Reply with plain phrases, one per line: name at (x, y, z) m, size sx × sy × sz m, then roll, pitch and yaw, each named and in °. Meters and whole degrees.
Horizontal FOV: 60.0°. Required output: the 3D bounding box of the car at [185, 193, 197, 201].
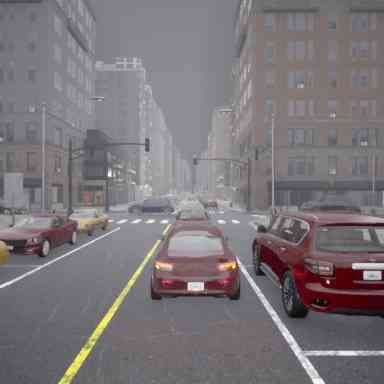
car at (-0.095, 1.570, 85.314) m, size 2.033 × 1.411 × 5.357 m, roll 0°, pitch 0°, yaw 0°

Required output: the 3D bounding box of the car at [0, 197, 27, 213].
car at (-17.294, 1.198, 29.740) m, size 4.553 × 1.767 × 2.097 m, roll 1°, pitch -1°, yaw 0°

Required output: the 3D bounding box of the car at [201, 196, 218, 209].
car at (2.625, 1.593, 45.583) m, size 1.802 × 1.307 × 4.206 m, roll 1°, pitch 0°, yaw 0°

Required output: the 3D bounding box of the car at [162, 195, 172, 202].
car at (-5.938, 1.466, 79.620) m, size 1.967 × 1.590 × 4.097 m, roll 1°, pitch 0°, yaw 0°

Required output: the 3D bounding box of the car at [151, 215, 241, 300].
car at (0.076, 1.528, 8.268) m, size 1.812 × 1.442 × 4.674 m, roll 0°, pitch 0°, yaw 0°

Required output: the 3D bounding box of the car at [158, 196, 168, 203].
car at (-5.927, 1.601, 68.274) m, size 1.802 × 1.307 × 4.206 m, roll 1°, pitch 0°, yaw 0°

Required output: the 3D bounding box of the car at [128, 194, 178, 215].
car at (-3.972, 1.349, 32.880) m, size 4.553 × 1.767 × 2.097 m, roll 0°, pitch -1°, yaw 0°

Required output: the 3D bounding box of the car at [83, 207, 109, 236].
car at (-5.870, 1.529, 18.393) m, size 1.752 × 1.417 × 4.829 m, roll 1°, pitch 0°, yaw 0°

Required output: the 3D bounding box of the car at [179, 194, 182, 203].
car at (-3.151, 1.561, 55.346) m, size 2.033 × 1.411 × 5.357 m, roll 0°, pitch 0°, yaw 0°

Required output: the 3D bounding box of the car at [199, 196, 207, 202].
car at (2.586, 1.608, 79.623) m, size 1.802 × 1.307 × 4.206 m, roll 1°, pitch 0°, yaw 0°

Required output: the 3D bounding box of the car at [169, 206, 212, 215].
car at (0.043, 1.605, 17.446) m, size 1.895 × 1.301 × 4.718 m, roll 0°, pitch 0°, yaw 0°

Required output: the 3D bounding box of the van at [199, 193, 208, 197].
van at (2.608, 1.358, 62.604) m, size 1.690 × 1.788 × 3.998 m, roll 1°, pitch 0°, yaw 0°

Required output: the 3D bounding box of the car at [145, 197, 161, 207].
car at (-5.907, 1.557, 51.256) m, size 1.887 × 1.381 × 4.507 m, roll 1°, pitch 0°, yaw 0°

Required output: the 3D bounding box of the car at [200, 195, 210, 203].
car at (2.618, 1.594, 51.257) m, size 1.802 × 1.307 × 4.206 m, roll 1°, pitch 0°, yaw 0°

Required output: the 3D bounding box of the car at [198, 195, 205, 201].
car at (2.573, 1.599, 90.970) m, size 1.947 × 1.339 × 4.313 m, roll 1°, pitch 0°, yaw 0°

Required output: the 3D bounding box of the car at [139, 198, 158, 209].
car at (-5.901, 1.555, 45.583) m, size 1.887 × 1.381 × 4.507 m, roll 1°, pitch 0°, yaw 0°

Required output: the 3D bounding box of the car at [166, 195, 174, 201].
car at (-5.952, 1.615, 90.965) m, size 1.802 × 1.307 × 4.206 m, roll 1°, pitch 0°, yaw 0°

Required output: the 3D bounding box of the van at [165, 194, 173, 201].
van at (-5.944, 1.371, 85.293) m, size 1.690 × 1.788 × 3.998 m, roll 1°, pitch 0°, yaw 0°

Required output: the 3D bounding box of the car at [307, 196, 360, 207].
car at (13.601, 1.372, 32.801) m, size 5.566 × 2.045 × 2.150 m, roll 0°, pitch -1°, yaw 0°

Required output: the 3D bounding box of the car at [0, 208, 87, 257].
car at (-5.864, 1.547, 12.938) m, size 1.887 × 1.381 × 4.507 m, roll 1°, pitch 0°, yaw 0°

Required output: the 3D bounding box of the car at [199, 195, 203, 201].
car at (2.612, 1.597, 56.930) m, size 1.802 × 1.307 × 4.206 m, roll 1°, pitch 0°, yaw 0°

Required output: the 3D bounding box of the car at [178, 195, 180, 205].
car at (-3.135, 1.502, 45.495) m, size 2.128 × 1.511 × 4.902 m, roll 0°, pitch 0°, yaw 1°

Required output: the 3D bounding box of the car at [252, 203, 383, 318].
car at (2.670, 1.317, 7.315) m, size 2.192 × 1.841 × 5.009 m, roll 1°, pitch 0°, yaw 0°

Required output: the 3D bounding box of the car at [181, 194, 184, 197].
car at (-3.105, 1.566, 65.774) m, size 2.033 × 1.411 × 5.357 m, roll 0°, pitch 0°, yaw 1°

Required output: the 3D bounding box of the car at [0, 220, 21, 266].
car at (-5.857, 1.527, 7.144) m, size 1.752 × 1.417 × 4.829 m, roll 1°, pitch 0°, yaw 0°

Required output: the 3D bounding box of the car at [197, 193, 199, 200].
car at (2.602, 1.335, 68.277) m, size 2.192 × 1.841 × 5.009 m, roll 1°, pitch 0°, yaw 0°
